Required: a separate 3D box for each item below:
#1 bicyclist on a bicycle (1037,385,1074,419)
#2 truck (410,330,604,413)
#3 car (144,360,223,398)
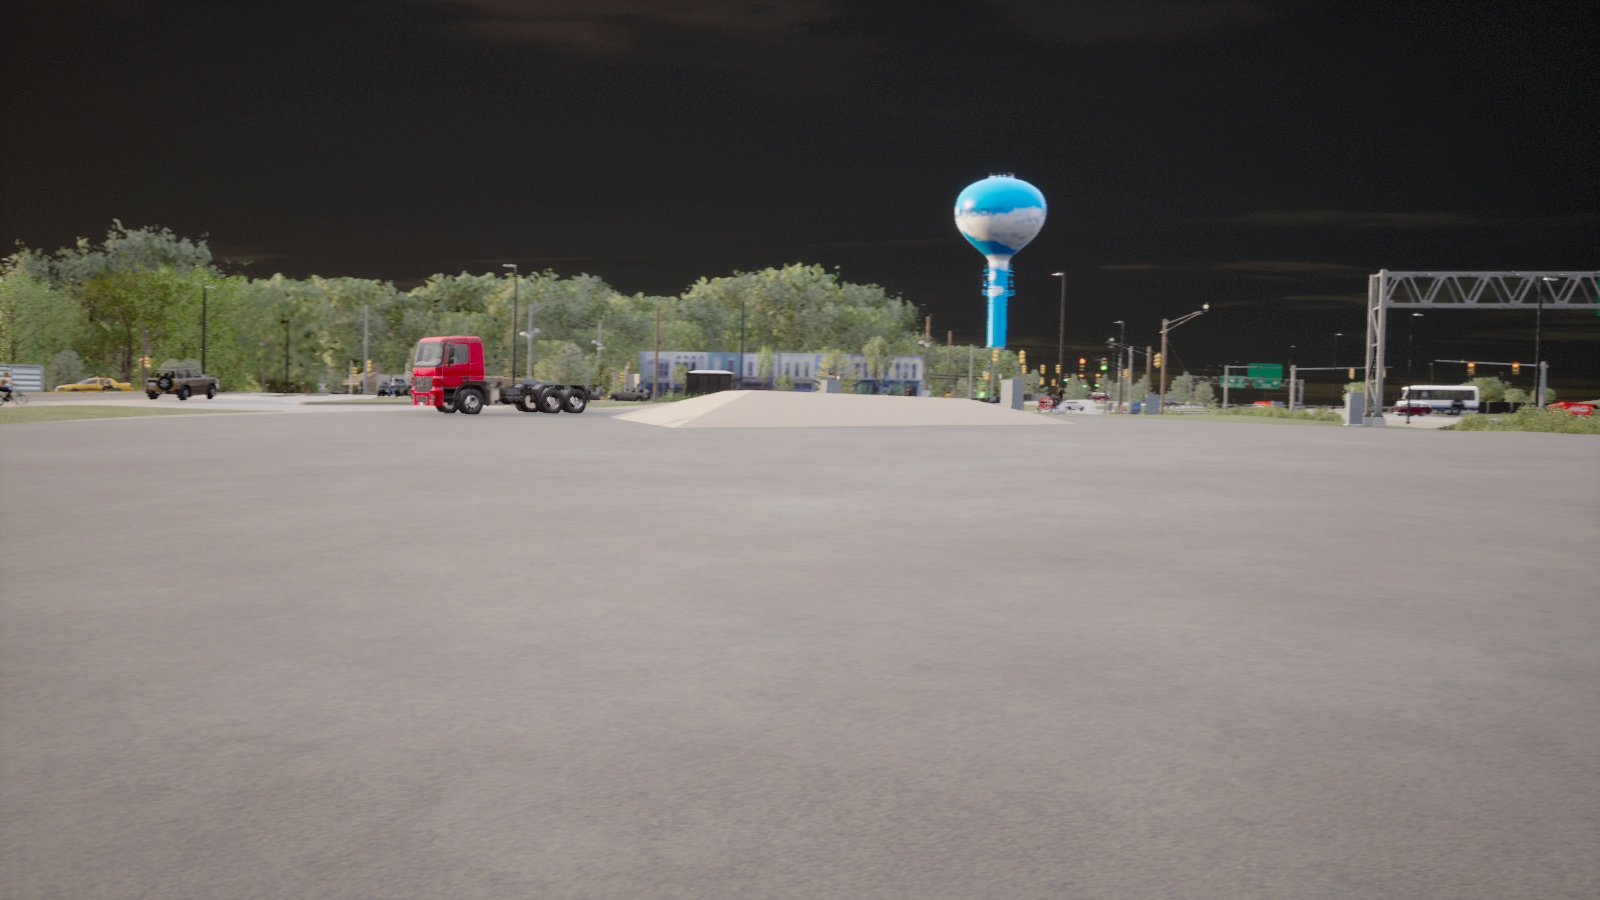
[{"bbox_3d":[13.807,-2.594,67.981,1.843,1.776,0.659,2,4,7],"label":"bicyclist on a bicycle"},{"bbox_3d":[-12.957,-3.436,56.007,7.936,3.462,2.891,-2,4,-39],"label":"truck"},{"bbox_3d":[-33.600,-3.905,68.617,1.932,1.855,4.605,3,5,2],"label":"car"}]
